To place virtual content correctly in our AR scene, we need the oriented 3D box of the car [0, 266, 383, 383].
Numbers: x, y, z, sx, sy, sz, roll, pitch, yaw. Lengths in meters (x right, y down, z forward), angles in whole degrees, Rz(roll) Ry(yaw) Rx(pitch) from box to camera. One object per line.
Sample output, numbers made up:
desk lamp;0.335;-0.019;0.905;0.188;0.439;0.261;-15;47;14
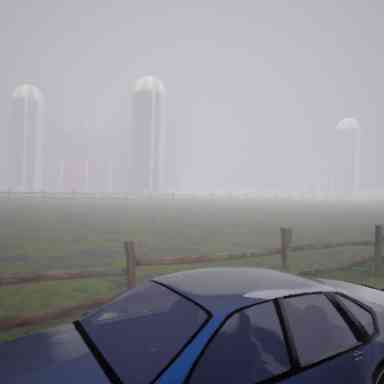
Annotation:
car;0.276;1.538;3.219;5.357;1.411;2.033;1;0;-32
